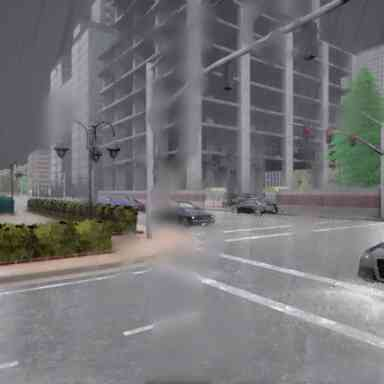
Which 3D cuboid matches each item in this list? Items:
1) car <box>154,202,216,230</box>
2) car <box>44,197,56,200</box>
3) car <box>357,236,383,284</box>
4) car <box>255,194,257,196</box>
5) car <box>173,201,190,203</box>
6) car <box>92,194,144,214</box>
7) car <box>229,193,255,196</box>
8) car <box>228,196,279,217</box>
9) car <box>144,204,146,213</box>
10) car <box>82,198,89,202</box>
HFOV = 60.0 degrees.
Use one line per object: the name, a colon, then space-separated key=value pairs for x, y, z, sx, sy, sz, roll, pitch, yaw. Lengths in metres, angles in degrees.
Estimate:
car: x=-0.613 y=1.545 z=21.002 sx=1.895 sy=1.301 sz=4.718 roll=0 pitch=0 yaw=-36
car: x=-21.041 y=1.492 z=49.223 sx=2.033 sy=1.411 sz=5.357 roll=0 pitch=0 yaw=-35
car: x=5.967 y=1.543 z=8.262 sx=4.181 sy=1.385 sz=1.994 roll=0 pitch=0 yaw=-36
car: x=9.500 y=1.112 z=52.377 sx=1.905 sy=1.878 sz=3.866 roll=0 pitch=0 yaw=-36
car: x=-0.807 y=1.470 z=27.224 sx=1.812 sy=1.442 sz=4.674 roll=0 pitch=0 yaw=-36
car: x=-6.747 y=1.164 z=29.445 sx=2.150 sy=2.045 sz=5.566 roll=0 pitch=0 yaw=-36
car: x=7.110 y=1.113 z=50.663 sx=1.905 sy=1.878 sz=3.866 roll=0 pitch=0 yaw=-36
car: x=5.658 y=1.435 z=30.462 sx=2.128 sy=1.511 sz=4.902 roll=0 pitch=0 yaw=-35
car: x=-6.638 y=1.422 z=35.255 sx=1.882 sy=1.535 sz=5.008 roll=0 pitch=0 yaw=-36
car: x=-13.047 y=1.492 z=44.083 sx=2.033 sy=1.411 sz=5.357 roll=0 pitch=0 yaw=-36
